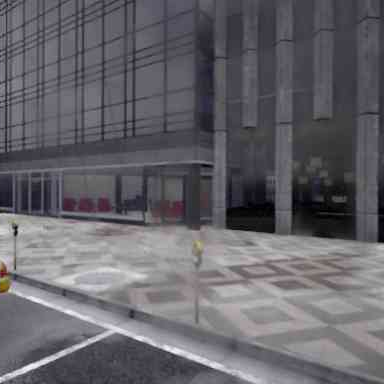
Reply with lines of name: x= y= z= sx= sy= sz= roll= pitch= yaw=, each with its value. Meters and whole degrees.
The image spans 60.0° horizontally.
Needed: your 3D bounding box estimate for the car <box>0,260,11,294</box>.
car: x=-5.718 y=1.441 z=7.173 sx=4.829 sy=1.417 sz=1.752 roll=1 pitch=0 yaw=37
